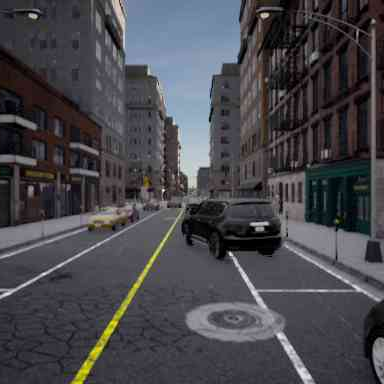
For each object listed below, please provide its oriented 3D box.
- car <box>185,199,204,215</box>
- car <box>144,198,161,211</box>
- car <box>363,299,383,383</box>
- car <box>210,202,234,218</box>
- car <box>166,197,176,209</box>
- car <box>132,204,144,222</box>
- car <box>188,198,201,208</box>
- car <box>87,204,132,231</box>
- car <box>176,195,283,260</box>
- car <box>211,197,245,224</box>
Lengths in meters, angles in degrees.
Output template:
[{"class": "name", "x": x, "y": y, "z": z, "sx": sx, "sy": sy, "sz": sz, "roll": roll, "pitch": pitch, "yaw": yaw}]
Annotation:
[{"class": "car", "x": 0.264, "y": 1.606, "z": 36.014, "sx": 1.837, "sy": 1.490, "sz": 4.892, "roll": 0, "pitch": 0, "yaw": 0}, {"class": "car", "x": -5.186, "y": 1.567, "z": 43.102, "sx": 1.967, "sy": 1.590, "sz": 4.097, "roll": 0, "pitch": 0, "yaw": 0}, {"class": "car", "x": 3.029, "y": 1.510, "z": 2.205, "sx": 1.837, "sy": 1.490, "sz": 4.892, "roll": 0, "pitch": 0, "yaw": 0}, {"class": "car", "x": 2.788, "y": 1.653, "z": 32.154, "sx": 1.947, "sy": 1.339, "sz": 4.313, "roll": 0, "pitch": 0, "yaw": 0}, {"class": "car", "x": -2.570, "y": 1.503, "z": 49.188, "sx": 2.097, "sy": 1.767, "sz": 4.553, "roll": 0, "pitch": 0, "yaw": 1}, {"class": "car", "x": -5.263, "y": 1.652, "z": 26.741, "sx": 1.802, "sy": 1.307, "sz": 4.206, "roll": 0, "pitch": 0, "yaw": 0}, {"class": "car", "x": 0.337, "y": 1.638, "z": 51.130, "sx": 1.882, "sy": 1.535, "sz": 5.008, "roll": 0, "pitch": -1, "yaw": 0}, {"class": "car", "x": -5.289, "y": 1.579, "z": 21.118, "sx": 1.752, "sy": 1.417, "sz": 4.829, "roll": 0, "pitch": 0, "yaw": 0}, {"class": "car", "x": 1.290, "y": 1.254, "z": 12.953, "sx": 2.150, "sy": 2.045, "sz": 5.566, "roll": -1, "pitch": 0, "yaw": -18}, {"class": "car", "x": 2.761, "y": 1.385, "z": 26.701, "sx": 2.192, "sy": 1.841, "sz": 5.009, "roll": 0, "pitch": 0, "yaw": 0}]
